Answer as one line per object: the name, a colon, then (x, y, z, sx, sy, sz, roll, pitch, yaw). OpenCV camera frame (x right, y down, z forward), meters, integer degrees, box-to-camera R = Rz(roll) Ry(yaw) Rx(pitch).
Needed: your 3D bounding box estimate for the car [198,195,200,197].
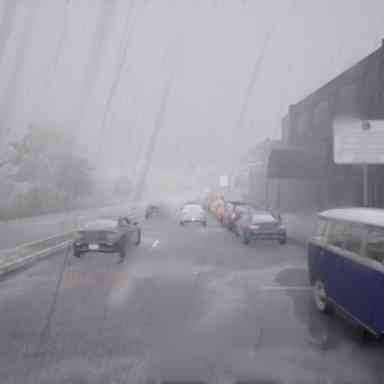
car: (3.142, 1.953, 76.881, 2.231, 1.521, 4.892, 0, 0, 0)

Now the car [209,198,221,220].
car: (3.190, 1.683, 32.806, 2.231, 1.521, 4.892, 0, 0, 0)

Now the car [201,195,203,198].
car: (3.161, 1.726, 60.407, 2.185, 1.767, 4.553, 0, 0, 0)

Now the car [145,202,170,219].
car: (-3.183, 1.694, 30.780, 1.837, 1.490, 4.892, 0, 0, 0)

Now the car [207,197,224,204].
car: (3.184, 1.716, 38.332, 2.097, 1.535, 5.008, 0, 0, 0)

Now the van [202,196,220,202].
van: (3.166, 1.592, 55.030, 1.878, 1.987, 4.442, 0, 0, 0)

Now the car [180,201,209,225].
car: (0.073, 1.682, 25.368, 1.812, 1.442, 4.674, 0, 0, 0)

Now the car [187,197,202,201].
car: (0.052, 1.767, 42.936, 1.837, 1.490, 4.892, 0, -1, 0)

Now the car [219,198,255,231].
car: (3.201, 1.488, 21.731, 2.185, 1.767, 4.553, 0, 0, 0)

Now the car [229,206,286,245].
car: (3.208, 1.620, 16.109, 2.002, 1.452, 4.674, 0, 0, 0)

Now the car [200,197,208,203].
car: (3.129, 2.018, 88.122, 1.946, 1.575, 5.366, 0, 0, 0)

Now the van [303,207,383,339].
van: (3.219, 1.287, 5.180, 1.878, 1.987, 4.442, 0, 0, 0)

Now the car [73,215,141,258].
car: (-3.176, 1.606, 13.017, 1.812, 1.442, 4.674, 0, 0, 0)
